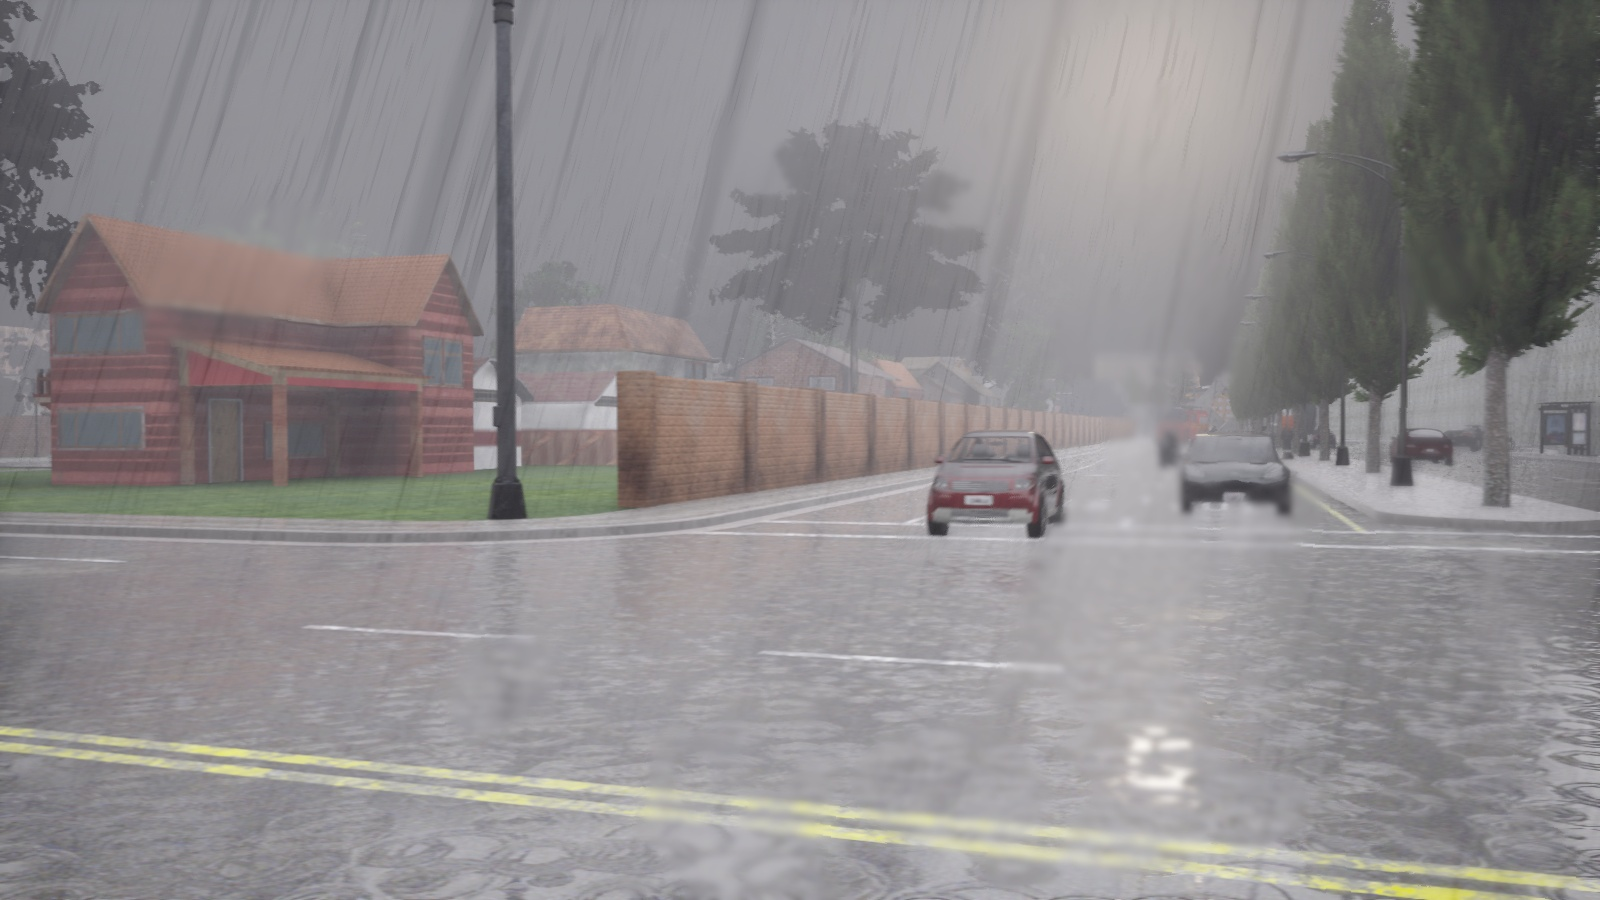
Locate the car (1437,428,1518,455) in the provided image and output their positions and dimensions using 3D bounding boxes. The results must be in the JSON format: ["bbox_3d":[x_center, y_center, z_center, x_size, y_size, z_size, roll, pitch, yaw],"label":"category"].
[{"bbox_3d":[42.538,-0.522,78.836,5.027,1.651,2.152,0,1,-30],"label":"car"}]

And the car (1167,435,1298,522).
[{"bbox_3d":[8.338,0.467,24.392,2.163,1.488,4.792,1,1,18],"label":"car"}]

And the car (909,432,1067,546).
[{"bbox_3d":[2.969,0.509,19.225,1.789,1.549,3.705,1,1,18],"label":"car"}]

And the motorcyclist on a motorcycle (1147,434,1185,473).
[{"bbox_3d":[14.611,0.115,50.062,0.866,1.530,2.191,1,1,32],"label":"motorcyclist on a motorcycle"}]

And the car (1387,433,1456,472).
[{"bbox_3d":[25.950,0.059,52.596,1.882,1.535,5.008,1,1,18],"label":"car"}]
